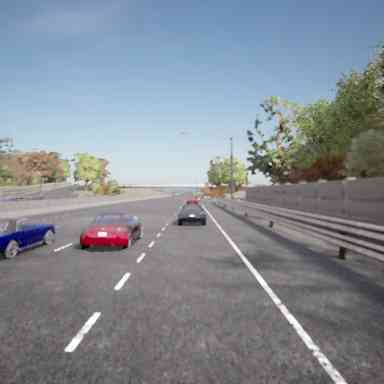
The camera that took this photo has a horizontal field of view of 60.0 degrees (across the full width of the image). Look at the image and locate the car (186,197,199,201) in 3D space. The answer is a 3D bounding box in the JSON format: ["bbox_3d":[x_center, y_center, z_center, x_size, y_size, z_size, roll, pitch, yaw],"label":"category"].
[{"bbox_3d":[0.034,1.558,51.366,1.882,1.535,5.008,0,0,0],"label":"car"}]

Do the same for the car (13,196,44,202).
[{"bbox_3d":[-21.037,1.415,43.830,2.097,1.767,4.553,0,0,0],"label":"car"}]

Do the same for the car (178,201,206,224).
[{"bbox_3d":[0.015,1.584,24.684,1.994,1.385,4.181,0,0,0],"label":"car"}]

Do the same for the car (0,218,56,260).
[{"bbox_3d":[-6.891,1.607,12.481,1.895,1.301,4.718,0,0,0],"label":"car"}]

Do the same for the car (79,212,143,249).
[{"bbox_3d":[-3.391,1.571,14.600,1.994,1.385,4.181,0,0,0],"label":"car"}]

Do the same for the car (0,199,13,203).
[{"bbox_3d":[-24.539,1.612,44.104,2.033,1.411,5.357,0,0,0],"label":"car"}]
